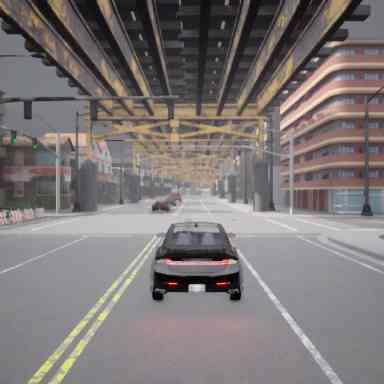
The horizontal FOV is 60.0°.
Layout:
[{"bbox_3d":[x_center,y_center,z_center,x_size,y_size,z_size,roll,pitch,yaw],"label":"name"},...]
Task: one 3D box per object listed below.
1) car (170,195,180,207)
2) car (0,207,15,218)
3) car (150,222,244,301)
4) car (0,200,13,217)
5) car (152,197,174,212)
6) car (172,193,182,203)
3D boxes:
[{"bbox_3d":[-3.385,1.540,52.112,2.033,1.411,5.357,0,0,0],"label":"car"},{"bbox_3d":[-16.660,1.451,26.019,4.974,1.542,2.038,0,0,-20],"label":"car"},{"bbox_3d":[0.105,1.491,8.321,2.128,1.511,4.902,0,0,0],"label":"car"},{"bbox_3d":[-16.709,1.293,26.001,4.536,1.218,1.853,0,0,-20],"label":"car"},{"bbox_3d":[-3.457,1.598,37.984,1.895,1.301,4.718,0,0,1],"label":"car"},{"bbox_3d":[-3.236,1.165,68.232,2.150,2.045,5.566,0,1,0],"label":"car"}]
